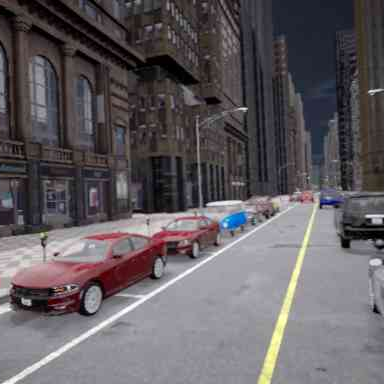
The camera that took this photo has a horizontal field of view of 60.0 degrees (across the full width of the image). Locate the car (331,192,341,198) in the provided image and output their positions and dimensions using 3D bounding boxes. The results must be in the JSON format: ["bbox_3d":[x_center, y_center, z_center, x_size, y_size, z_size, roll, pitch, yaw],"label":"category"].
[{"bbox_3d":[36.196,0.692,83.590,2.008,1.369,4.403,-3,-1,21],"label":"car"}]

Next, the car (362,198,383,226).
[{"bbox_3d":[11.933,1.177,20.865,1.752,1.417,4.829,-3,-1,21],"label":"car"}]

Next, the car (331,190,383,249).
[{"bbox_3d":[7.072,1.026,13.492,2.150,2.045,5.566,-3,-1,21],"label":"car"}]

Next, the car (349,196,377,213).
[{"bbox_3d":[15.928,1.145,31.187,1.802,1.307,4.206,-3,-1,21],"label":"car"}]

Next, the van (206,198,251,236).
[{"bbox_3d":[1.890,1.414,18.532,1.690,1.788,3.998,-3,-1,21],"label":"van"}]

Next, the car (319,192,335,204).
[{"bbox_3d":[20.528,0.884,50.760,2.097,1.767,4.553,-3,-1,21],"label":"car"}]

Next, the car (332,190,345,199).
[{"bbox_3d":[32.131,0.539,73.111,2.192,1.841,5.009,-3,-1,21],"label":"car"}]

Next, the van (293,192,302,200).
[{"bbox_3d":[24.184,0.940,76.171,1.690,1.788,3.998,-3,-1,21],"label":"van"}]

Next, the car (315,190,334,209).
[{"bbox_3d":[15.869,0.849,38.664,2.150,2.045,5.566,-3,-1,21],"label":"car"}]

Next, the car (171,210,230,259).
[{"bbox_3d":[-0.128,1.662,13.290,1.887,1.381,4.507,-3,-1,21],"label":"car"}]

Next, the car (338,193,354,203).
[{"bbox_3d":[24.034,0.957,52.148,1.947,1.339,4.313,-3,-1,21],"label":"car"}]

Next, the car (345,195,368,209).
[{"bbox_3d":[17.954,1.100,36.427,1.802,1.307,4.206,-3,-1,21],"label":"car"}]

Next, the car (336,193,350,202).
[{"bbox_3d":[26.060,0.894,57.389,1.887,1.381,4.507,-3,-1,21],"label":"car"}]

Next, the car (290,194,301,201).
[{"bbox_3d":[22.167,1.206,70.930,1.947,1.339,4.313,-3,-1,21],"label":"car"}]

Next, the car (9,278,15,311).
[{"bbox_3d":[-4.179,1.759,2.816,2.008,1.369,4.403,-3,0,21],"label":"car"}]

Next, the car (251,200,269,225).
[{"bbox_3d":[3.926,1.578,23.770,2.008,1.369,4.403,-3,-1,21],"label":"car"}]

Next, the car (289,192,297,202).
[{"bbox_3d":[20.141,1.264,65.689,1.802,1.307,4.206,-3,-1,21],"label":"car"}]

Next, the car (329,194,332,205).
[{"bbox_3d":[9.219,1.106,19.031,2.097,1.767,4.553,-3,-1,21],"label":"car"}]

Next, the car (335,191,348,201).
[{"bbox_3d":[28.083,0.748,62.630,1.967,1.590,4.097,-3,-1,21],"label":"car"}]

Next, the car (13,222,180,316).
[{"bbox_3d":[-2.154,1.707,8.050,1.887,1.381,4.507,-3,-1,21],"label":"car"}]

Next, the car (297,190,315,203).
[{"bbox_3d":[19.937,0.839,57.555,2.150,2.045,5.566,-3,-1,21],"label":"car"}]

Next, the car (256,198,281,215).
[{"bbox_3d":[7.917,1.465,34.092,1.752,1.417,4.829,-3,-1,21],"label":"car"}]

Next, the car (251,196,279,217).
[{"bbox_3d":[5.942,1.298,29.012,2.192,1.841,5.009,-3,-1,21],"label":"car"}]

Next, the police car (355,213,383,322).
[{"bbox_3d":[3.502,1.307,4.238,1.930,1.638,5.238,-3,-1,21],"label":"police car"}]
